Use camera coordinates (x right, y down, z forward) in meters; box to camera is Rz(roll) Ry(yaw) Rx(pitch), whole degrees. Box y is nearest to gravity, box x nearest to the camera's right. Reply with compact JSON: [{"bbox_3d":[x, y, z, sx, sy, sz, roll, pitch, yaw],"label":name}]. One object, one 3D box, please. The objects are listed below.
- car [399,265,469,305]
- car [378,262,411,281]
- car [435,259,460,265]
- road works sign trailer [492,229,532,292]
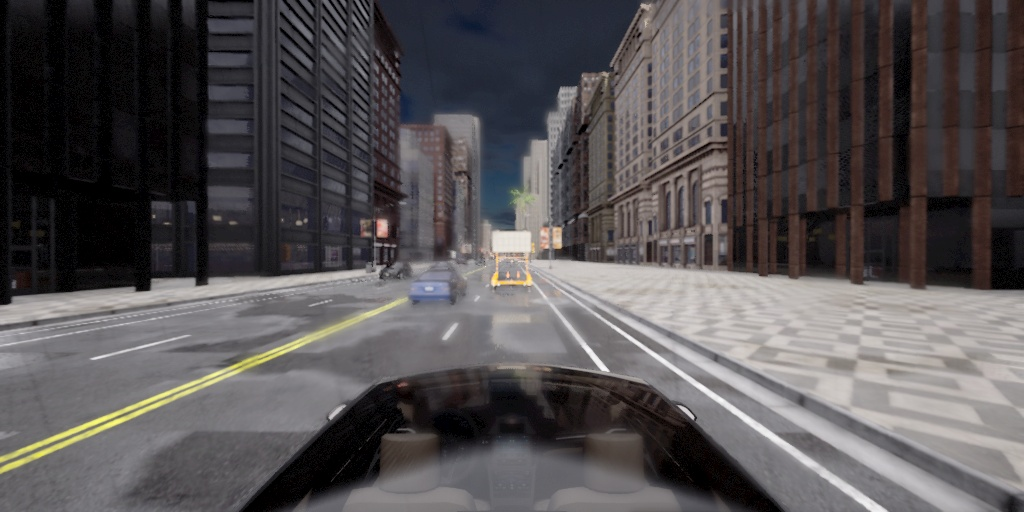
[{"bbox_3d":[-3.156,1.299,16.170,2.033,1.411,5.357,0,0,0],"label":"car"},{"bbox_3d":[-9.854,1.262,30.778,1.837,1.490,4.892,0,0,0],"label":"car"},{"bbox_3d":[-6.602,1.250,33.827,2.128,1.511,4.902,0,0,0],"label":"car"},{"bbox_3d":[-0.007,0.217,21.314,2.380,3.560,2.880,0,0,0],"label":"road works sign trailer"}]
